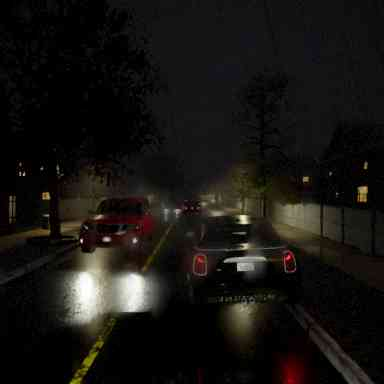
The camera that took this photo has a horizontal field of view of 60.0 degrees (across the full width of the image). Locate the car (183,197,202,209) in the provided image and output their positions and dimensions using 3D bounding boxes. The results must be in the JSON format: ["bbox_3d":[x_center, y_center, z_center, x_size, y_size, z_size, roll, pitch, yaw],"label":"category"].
[{"bbox_3d":[0.048,1.571,33.966,2.033,1.411,5.357,0,0,1],"label":"car"}]

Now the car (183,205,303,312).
[{"bbox_3d":[0.927,1.324,7.887,2.097,1.767,4.553,-2,0,0],"label":"car"}]

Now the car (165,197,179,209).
[{"bbox_3d":[-2.776,1.542,46.572,1.837,1.490,4.892,0,0,0],"label":"car"}]

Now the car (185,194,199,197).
[{"bbox_3d":[0.007,1.257,44.618,2.150,2.045,5.566,0,0,1],"label":"car"}]

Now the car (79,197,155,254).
[{"bbox_3d":[-2.857,1.230,13.905,2.150,2.045,5.566,0,0,0],"label":"car"}]
